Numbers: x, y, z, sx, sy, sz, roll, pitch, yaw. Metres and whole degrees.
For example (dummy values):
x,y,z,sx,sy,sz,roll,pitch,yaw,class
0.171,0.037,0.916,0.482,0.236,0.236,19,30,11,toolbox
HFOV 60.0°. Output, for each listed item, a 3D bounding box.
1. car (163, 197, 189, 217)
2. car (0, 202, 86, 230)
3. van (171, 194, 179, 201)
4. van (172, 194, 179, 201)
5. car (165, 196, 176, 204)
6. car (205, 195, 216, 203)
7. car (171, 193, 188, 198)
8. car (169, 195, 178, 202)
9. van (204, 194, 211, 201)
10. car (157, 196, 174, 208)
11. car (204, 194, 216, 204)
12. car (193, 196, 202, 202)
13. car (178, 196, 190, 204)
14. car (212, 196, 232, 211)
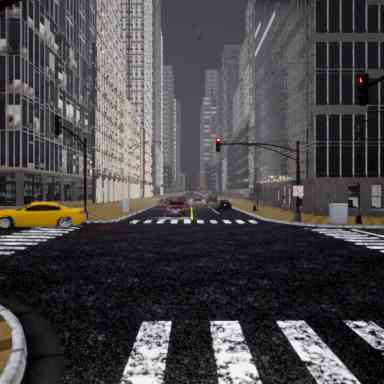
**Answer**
x,y,z,sx,sy,sz,roll,pitch,yaw,class
-1.485,1.543,32.068,1.812,1.442,4.674,0,0,0,car
-8.857,1.335,19.525,5.008,1.535,1.882,1,1,-13,car
-4.138,1.321,80.447,1.690,1.788,3.998,0,0,0,van
-4.159,1.315,85.975,1.690,1.788,3.998,0,0,0,van
-4.073,1.563,63.864,1.947,1.339,4.313,0,0,0,car
3.785,1.432,69.423,1.967,1.590,4.097,0,0,0,car
-1.542,1.361,48.586,2.097,1.767,4.553,0,0,0,car
-4.116,1.426,74.920,1.967,1.590,4.097,0,0,0,car
3.742,1.321,80.478,1.690,1.788,3.998,0,0,0,van
-4.010,1.592,47.281,1.802,1.307,4.206,0,0,0,car
3.807,1.313,63.894,2.192,1.841,5.009,0,0,0,car
1.218,1.529,72.899,2.033,1.411,5.357,0,0,0,car
-1.528,1.543,65.888,2.033,1.411,5.357,0,0,0,car
3.941,1.579,41.786,1.947,1.339,4.313,0,0,0,car
